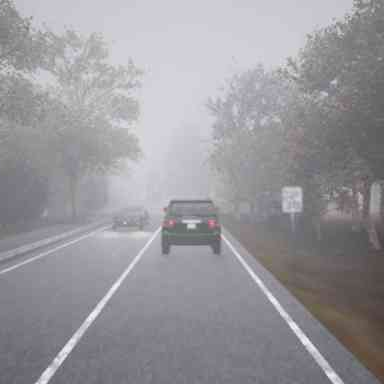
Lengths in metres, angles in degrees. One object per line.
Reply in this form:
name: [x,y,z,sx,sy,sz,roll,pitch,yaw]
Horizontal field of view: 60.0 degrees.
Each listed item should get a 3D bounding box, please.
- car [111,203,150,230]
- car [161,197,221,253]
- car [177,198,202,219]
car: [-3.823,1.520,21.313,1.837,1.490,4.892,0,0,-1]
car: [-0.044,1.232,13.817,2.150,2.045,5.566,0,0,-1]
car: [-0.235,1.419,30.437,2.097,1.767,4.553,0,-1,-1]
